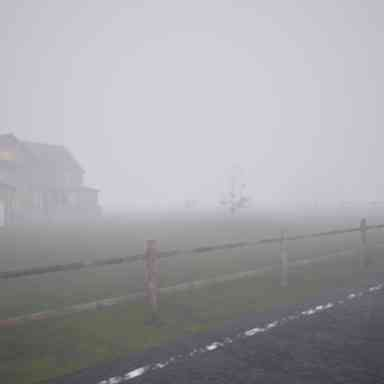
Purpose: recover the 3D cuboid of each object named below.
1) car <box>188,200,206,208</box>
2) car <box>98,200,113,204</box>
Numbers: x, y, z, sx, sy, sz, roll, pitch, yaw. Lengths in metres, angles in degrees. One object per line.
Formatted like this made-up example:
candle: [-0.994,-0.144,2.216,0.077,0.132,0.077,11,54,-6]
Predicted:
car: [0.675,2.384,66.269,4.902,1.511,2.128,-1,-1,44]
car: [-23.789,2.820,91.205,5.008,1.535,1.882,-1,-1,37]
